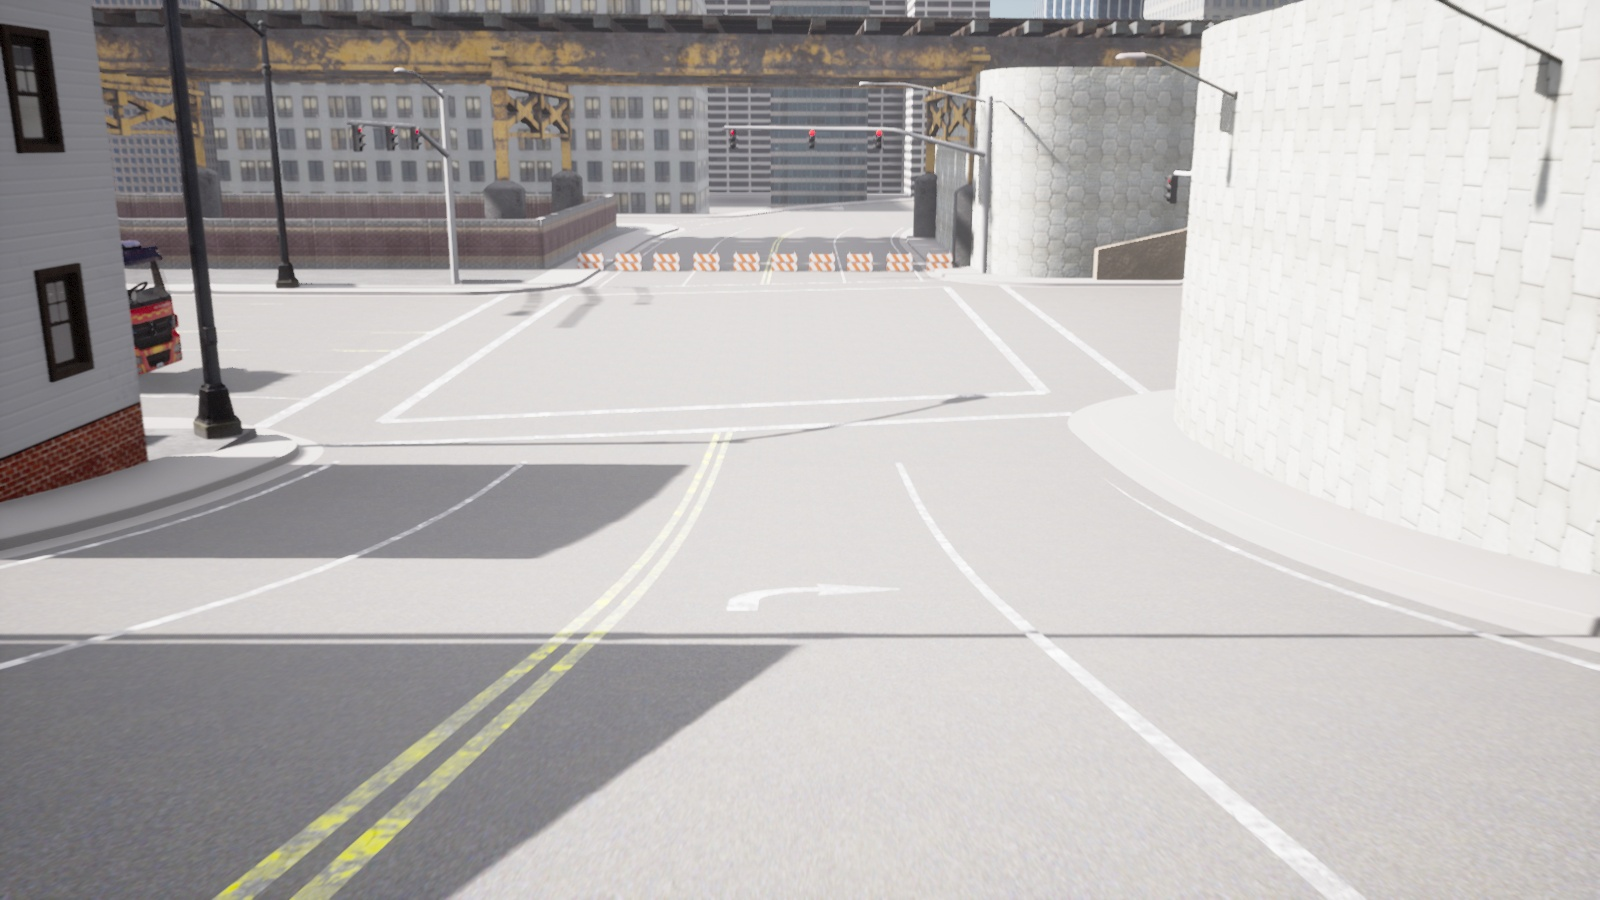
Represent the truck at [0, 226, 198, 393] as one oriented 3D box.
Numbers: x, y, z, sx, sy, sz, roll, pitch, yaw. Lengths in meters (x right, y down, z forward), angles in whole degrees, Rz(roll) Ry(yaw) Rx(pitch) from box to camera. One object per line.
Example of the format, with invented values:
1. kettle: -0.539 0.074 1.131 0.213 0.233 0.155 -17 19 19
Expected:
1. truck: -20.381 -3.636 31.839 8.468 3.827 2.891 0 14 1
